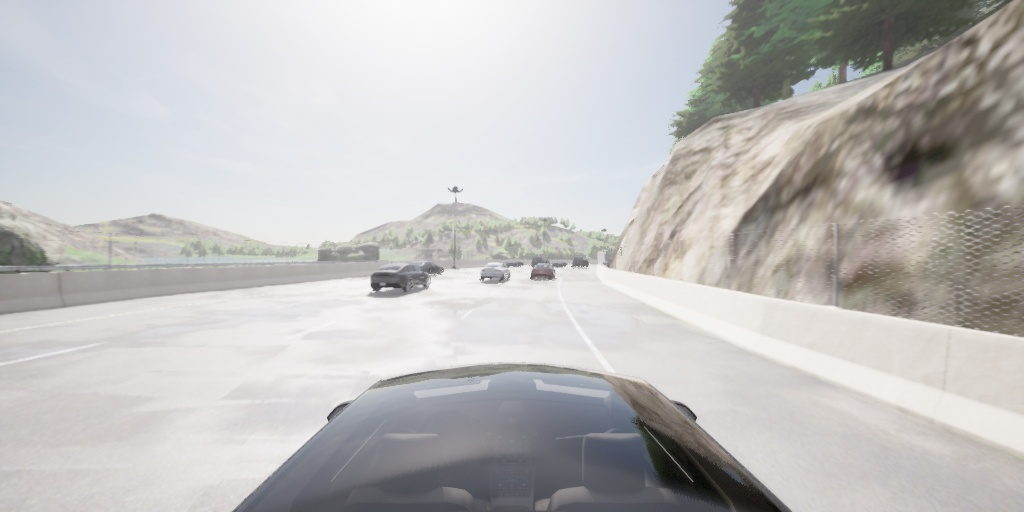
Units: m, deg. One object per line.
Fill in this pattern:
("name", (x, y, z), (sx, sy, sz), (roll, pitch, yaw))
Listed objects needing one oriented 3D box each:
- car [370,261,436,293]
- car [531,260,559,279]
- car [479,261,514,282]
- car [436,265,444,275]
("car", (-6.082, 1.163, 20.014), (1.837, 1.490, 4.892), (0, 0, 6))
("car", (2.927, 1.367, 33.251), (1.994, 1.385, 4.181), (1, 0, 11))
("car", (-1.317, 1.261, 29.392), (1.812, 1.442, 4.674), (1, 0, 10))
("car", (-8.160, 1.176, 33.504), (2.033, 1.411, 5.357), (1, 0, 12))
